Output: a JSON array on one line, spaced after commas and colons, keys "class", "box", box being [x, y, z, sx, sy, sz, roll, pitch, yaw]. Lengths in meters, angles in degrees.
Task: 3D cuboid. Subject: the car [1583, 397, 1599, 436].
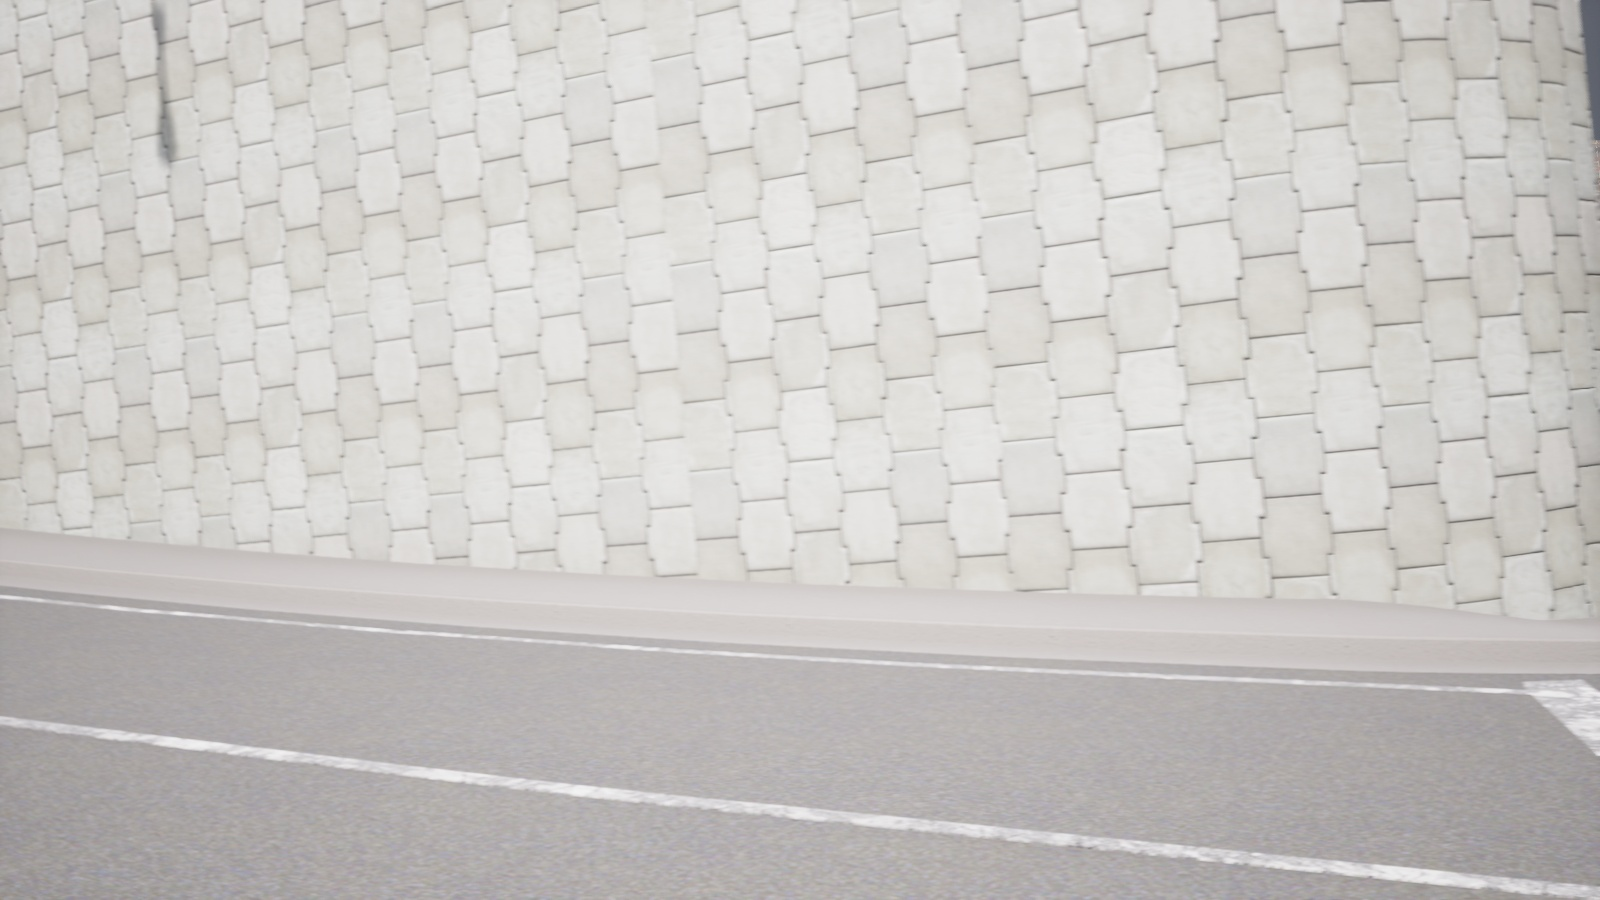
[{"class": "car", "box": [43.316, -1.844, 66.044, 2.150, 2.045, 5.566, -5, -1, 17]}]
